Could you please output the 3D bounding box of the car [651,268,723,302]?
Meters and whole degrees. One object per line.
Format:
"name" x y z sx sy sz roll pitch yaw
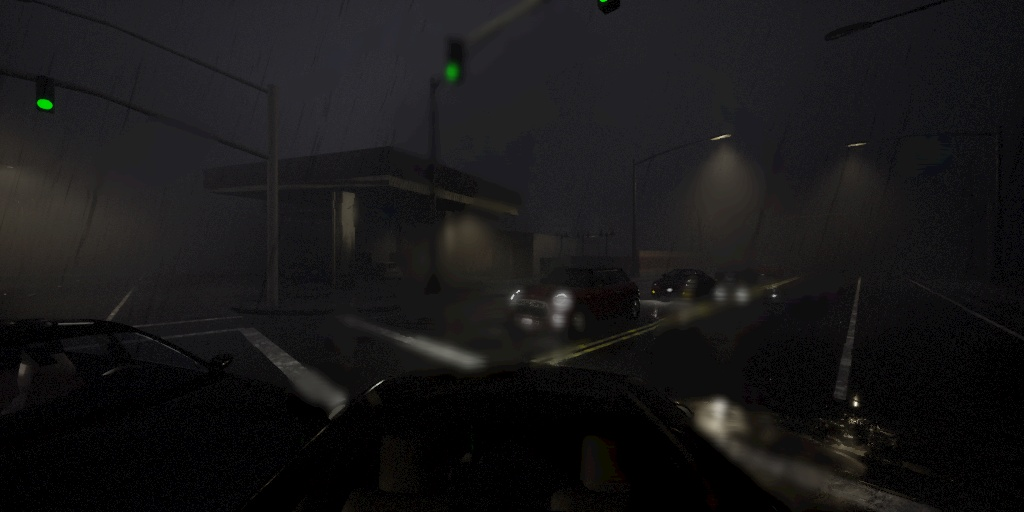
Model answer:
"car" 8.301 1.314 17.182 1.994 1.385 4.181 0 0 44

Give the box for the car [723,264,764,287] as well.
"car" 15.272 1.314 24.275 1.994 1.385 4.181 0 0 45

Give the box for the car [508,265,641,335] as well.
"car" 1.996 1.102 10.748 2.097 1.767 4.553 0 0 45

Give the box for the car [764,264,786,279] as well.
"car" 22.984 1.351 32.108 1.895 1.301 4.718 0 0 45

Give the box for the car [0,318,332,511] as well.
"car" -3.449 1.242 2.391 4.902 1.511 2.128 0 0 14
